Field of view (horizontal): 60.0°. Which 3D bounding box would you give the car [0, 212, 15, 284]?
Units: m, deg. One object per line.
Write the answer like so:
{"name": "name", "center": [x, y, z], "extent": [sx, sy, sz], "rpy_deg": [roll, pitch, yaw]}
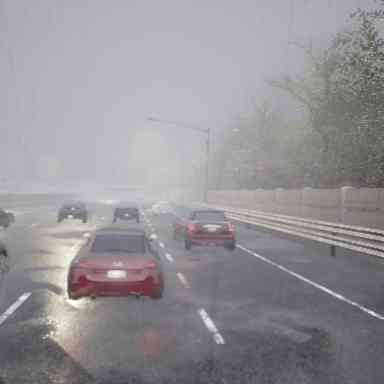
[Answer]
{"name": "car", "center": [-4.911, 1.316, 5.945], "extent": [2.128, 1.511, 4.902], "rpy_deg": [3, 0, -10]}

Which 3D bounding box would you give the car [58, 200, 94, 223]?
{"name": "car", "center": [-8.200, 1.326, 23.643], "extent": [1.837, 1.490, 4.892], "rpy_deg": [3, 0, -11]}

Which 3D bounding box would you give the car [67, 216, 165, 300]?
{"name": "car", "center": [-1.809, 1.550, 8.370], "extent": [1.994, 1.385, 4.181], "rpy_deg": [3, 0, -11]}

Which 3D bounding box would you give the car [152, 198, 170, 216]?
{"name": "car", "center": [-3.026, 1.669, 33.514], "extent": [1.812, 1.442, 4.674], "rpy_deg": [3, -1, -10]}

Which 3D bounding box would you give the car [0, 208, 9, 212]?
{"name": "car", "center": [-10.368, 1.207, 16.158], "extent": [2.033, 1.411, 5.357], "rpy_deg": [3, 0, -11]}

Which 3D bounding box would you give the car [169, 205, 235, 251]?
{"name": "car", "center": [0.403, 1.495, 15.112], "extent": [2.097, 1.767, 4.553], "rpy_deg": [3, 0, -11]}

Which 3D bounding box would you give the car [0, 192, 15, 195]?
{"name": "car", "center": [-27.318, 0.695, 49.169], "extent": [1.812, 1.442, 4.674], "rpy_deg": [3, 0, -10]}

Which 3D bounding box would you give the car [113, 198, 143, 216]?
{"name": "car", "center": [-5.050, 1.462, 25.856], "extent": [1.882, 1.535, 5.008], "rpy_deg": [3, 0, -11]}
